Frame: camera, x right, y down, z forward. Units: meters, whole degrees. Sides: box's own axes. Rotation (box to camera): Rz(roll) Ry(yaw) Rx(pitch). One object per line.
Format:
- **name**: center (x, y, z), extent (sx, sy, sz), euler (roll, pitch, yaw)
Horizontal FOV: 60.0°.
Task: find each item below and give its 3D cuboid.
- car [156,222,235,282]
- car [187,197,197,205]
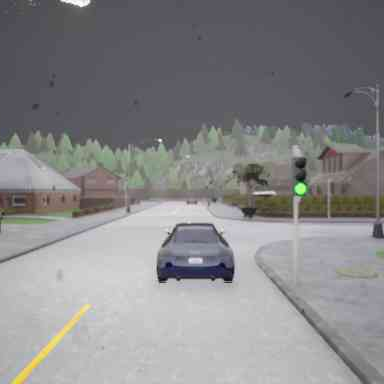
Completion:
- **car**: center (0.087, 1.571, 9.791), extent (1.994, 1.385, 4.181), euler (0, 0, 0)
- **car**: center (-0.005, 1.607, 61.958), extent (1.994, 1.385, 4.181), euler (0, 0, 0)
